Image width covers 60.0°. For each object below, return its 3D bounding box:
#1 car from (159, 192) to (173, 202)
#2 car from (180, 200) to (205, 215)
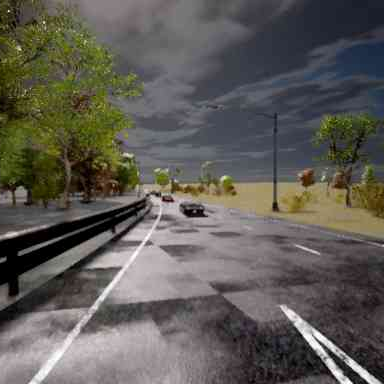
[{"bbox_3d":[-4.744,1.190,63.700,1.994,1.385,4.181,0,0,-8],"label":"car"},{"bbox_3d":[-0.075,1.426,31.411,1.895,1.301,4.718,0,0,-8],"label":"car"}]
